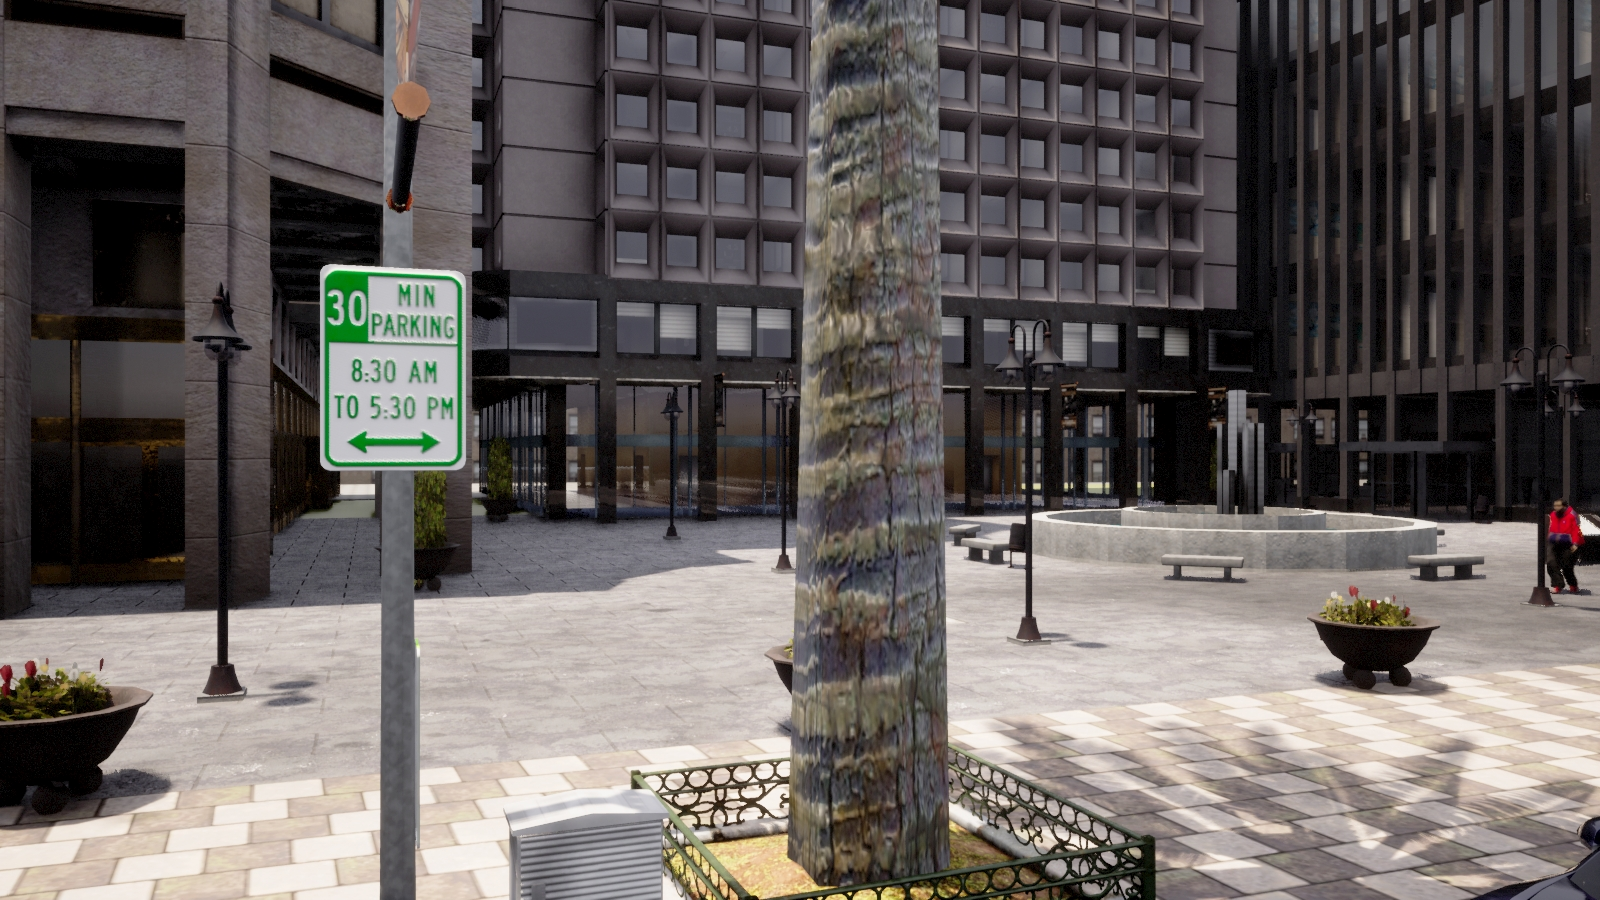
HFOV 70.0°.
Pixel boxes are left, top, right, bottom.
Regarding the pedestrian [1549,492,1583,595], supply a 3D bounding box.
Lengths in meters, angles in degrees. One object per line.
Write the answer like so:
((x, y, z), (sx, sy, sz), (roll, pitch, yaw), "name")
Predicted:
((14.207, 1.722, 21.196), (0.375, 1.860, 0.375), (0, 0, -24), "pedestrian")
